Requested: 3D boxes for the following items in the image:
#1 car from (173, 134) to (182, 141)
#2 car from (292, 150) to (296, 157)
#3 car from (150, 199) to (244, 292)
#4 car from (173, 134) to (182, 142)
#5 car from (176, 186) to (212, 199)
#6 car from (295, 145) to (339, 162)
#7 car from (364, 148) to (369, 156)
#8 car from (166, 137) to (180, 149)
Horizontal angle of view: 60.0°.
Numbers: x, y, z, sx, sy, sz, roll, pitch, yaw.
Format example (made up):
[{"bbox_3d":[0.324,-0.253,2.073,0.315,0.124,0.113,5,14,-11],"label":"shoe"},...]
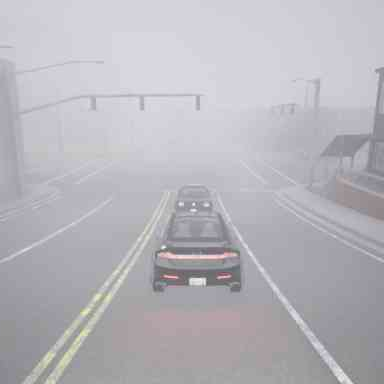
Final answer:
[{"bbox_3d":[-3.464,-10.627,69.138,1.994,1.385,4.181,0,12,0],"label":"car"},{"bbox_3d":[15.992,-5.495,44.881,4.553,1.767,2.097,0,12,0],"label":"car"},{"bbox_3d":[0.103,1.220,8.300,2.128,1.511,4.902,0,4,0],"label":"car"},{"bbox_3d":[-3.459,-12.845,78.968,1.837,1.490,4.892,0,12,0],"label":"car"},{"bbox_3d":[0.094,0.298,18.199,1.895,1.301,4.718,0,8,0],"label":"car"},{"bbox_3d":[15.824,-4.743,41.464,4.553,1.767,2.097,0,12,0],"label":"car"},{"bbox_3d":[26.318,-5.615,44.815,5.566,2.045,2.150,0,12,0],"label":"car"},{"bbox_3d":[-3.539,-8.514,59.315,1.837,1.490,4.892,0,12,0],"label":"car"}]
